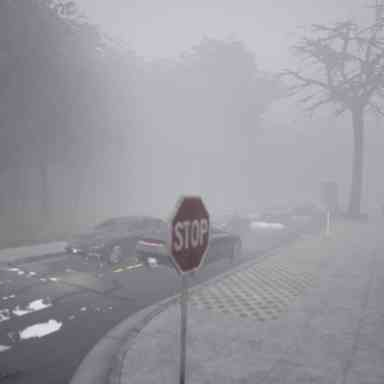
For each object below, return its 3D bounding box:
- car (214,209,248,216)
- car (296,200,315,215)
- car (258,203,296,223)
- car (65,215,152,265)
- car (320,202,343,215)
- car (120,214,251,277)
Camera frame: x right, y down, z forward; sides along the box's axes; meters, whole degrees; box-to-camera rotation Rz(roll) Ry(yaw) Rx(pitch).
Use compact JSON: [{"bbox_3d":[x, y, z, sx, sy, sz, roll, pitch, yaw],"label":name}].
[{"bbox_3d":[2.189,1.807,20.618,1.812,1.442,4.674,1,0,31],"label":"car"},{"bbox_3d":[12.733,1.725,38.144,1.882,1.535,5.008,1,1,32],"label":"car"},{"bbox_3d":[7.326,1.855,29.185,1.994,1.385,4.181,1,1,31],"label":"car"},{"bbox_3d":[-2.513,1.700,12.774,1.837,1.490,4.892,1,0,31],"label":"car"},{"bbox_3d":[15.917,1.787,37.911,2.128,1.511,4.902,1,1,31],"label":"car"},{"bbox_3d":[0.123,1.745,11.434,2.128,1.511,4.902,1,0,31],"label":"car"}]
